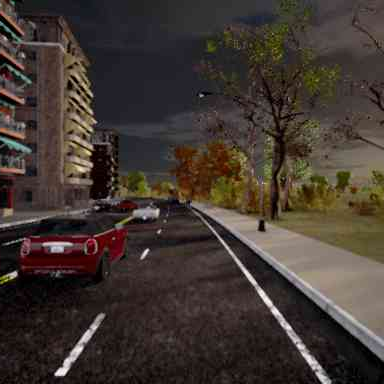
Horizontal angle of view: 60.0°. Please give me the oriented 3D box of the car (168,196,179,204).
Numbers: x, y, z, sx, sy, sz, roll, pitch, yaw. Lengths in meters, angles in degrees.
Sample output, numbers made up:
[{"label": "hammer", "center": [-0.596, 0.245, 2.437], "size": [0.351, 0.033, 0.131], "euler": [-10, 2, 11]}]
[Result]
[{"label": "car", "center": [-3.869, 1.881, 72.166], "size": [1.994, 1.385, 4.181], "euler": [0, 0, -6]}]

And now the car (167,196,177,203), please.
[{"label": "car", "center": [-4.971, 1.838, 82.049], "size": [2.128, 1.511, 4.902], "euler": [0, 0, -7]}]

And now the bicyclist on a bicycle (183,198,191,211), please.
[{"label": "bicyclist on a bicycle", "center": [-0.406, 1.562, 41.191], "size": [0.659, 1.776, 1.843], "euler": [0, 0, -4]}]

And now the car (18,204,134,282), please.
[{"label": "car", "center": [-3.264, 1.404, 10.108], "size": [2.097, 1.767, 4.553], "euler": [0, 0, -1]}]

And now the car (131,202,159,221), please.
[{"label": "car", "center": [-3.786, 1.738, 28.192], "size": [1.895, 1.301, 4.718], "euler": [0, 0, -2]}]

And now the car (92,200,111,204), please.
[{"label": "car", "center": [-11.154, 1.696, 41.066], "size": [2.128, 1.511, 4.902], "euler": [0, 0, -3]}]

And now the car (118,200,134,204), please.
[{"label": "car", "center": [-7.851, 1.674, 40.252], "size": [1.882, 1.535, 5.008], "euler": [0, -1, -3]}]
